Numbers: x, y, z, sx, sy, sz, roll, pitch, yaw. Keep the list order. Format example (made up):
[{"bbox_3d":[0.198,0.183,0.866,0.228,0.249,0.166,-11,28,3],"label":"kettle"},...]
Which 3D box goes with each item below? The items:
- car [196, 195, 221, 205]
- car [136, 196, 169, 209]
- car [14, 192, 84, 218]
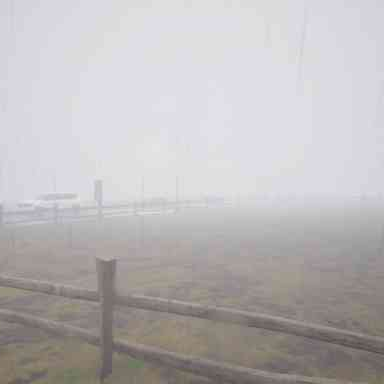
[{"bbox_3d":[2.427,1.069,47.769,1.994,1.385,4.181,1,1,36],"label":"car"},{"bbox_3d":[-4.482,1.209,38.238,1.994,1.385,4.181,1,1,36],"label":"car"},{"bbox_3d":[-11.838,1.015,28.043,2.150,2.045,5.566,1,1,36],"label":"car"}]
